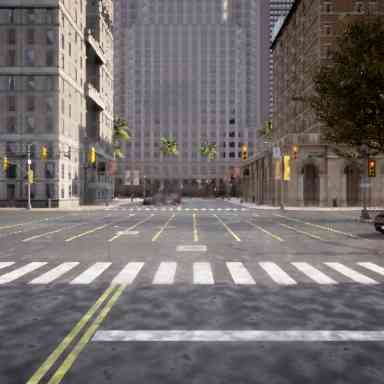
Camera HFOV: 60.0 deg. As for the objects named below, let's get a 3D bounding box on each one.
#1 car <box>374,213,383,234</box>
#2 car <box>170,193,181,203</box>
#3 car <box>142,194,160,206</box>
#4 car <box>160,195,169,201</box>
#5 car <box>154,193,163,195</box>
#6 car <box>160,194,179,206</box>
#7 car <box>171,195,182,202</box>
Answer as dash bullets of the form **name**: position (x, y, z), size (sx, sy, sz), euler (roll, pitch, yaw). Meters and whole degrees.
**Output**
- **car**: position (11.753, 1.504, 17.202), size (4.892, 1.490, 1.837), euler (0, -3, -20)
- **car**: position (-3.613, 1.222, 65.400), size (2.150, 2.045, 5.566), euler (0, 0, 1)
- **car**: position (-7.193, 1.547, 56.072), size (2.033, 1.411, 5.357), euler (0, 0, 0)
- **car**: position (-6.908, 1.448, 85.002), size (1.837, 1.490, 4.892), euler (0, 0, 0)
- **car**: position (-7.038, 1.225, 69.843), size (2.150, 2.045, 5.566), euler (0, 0, 0)
- **car**: position (-3.687, 1.491, 55.253), size (2.128, 1.511, 4.902), euler (0, 0, 0)
- **car**: position (-3.486, 1.525, 75.809), size (2.128, 1.511, 4.902), euler (0, 0, 0)
